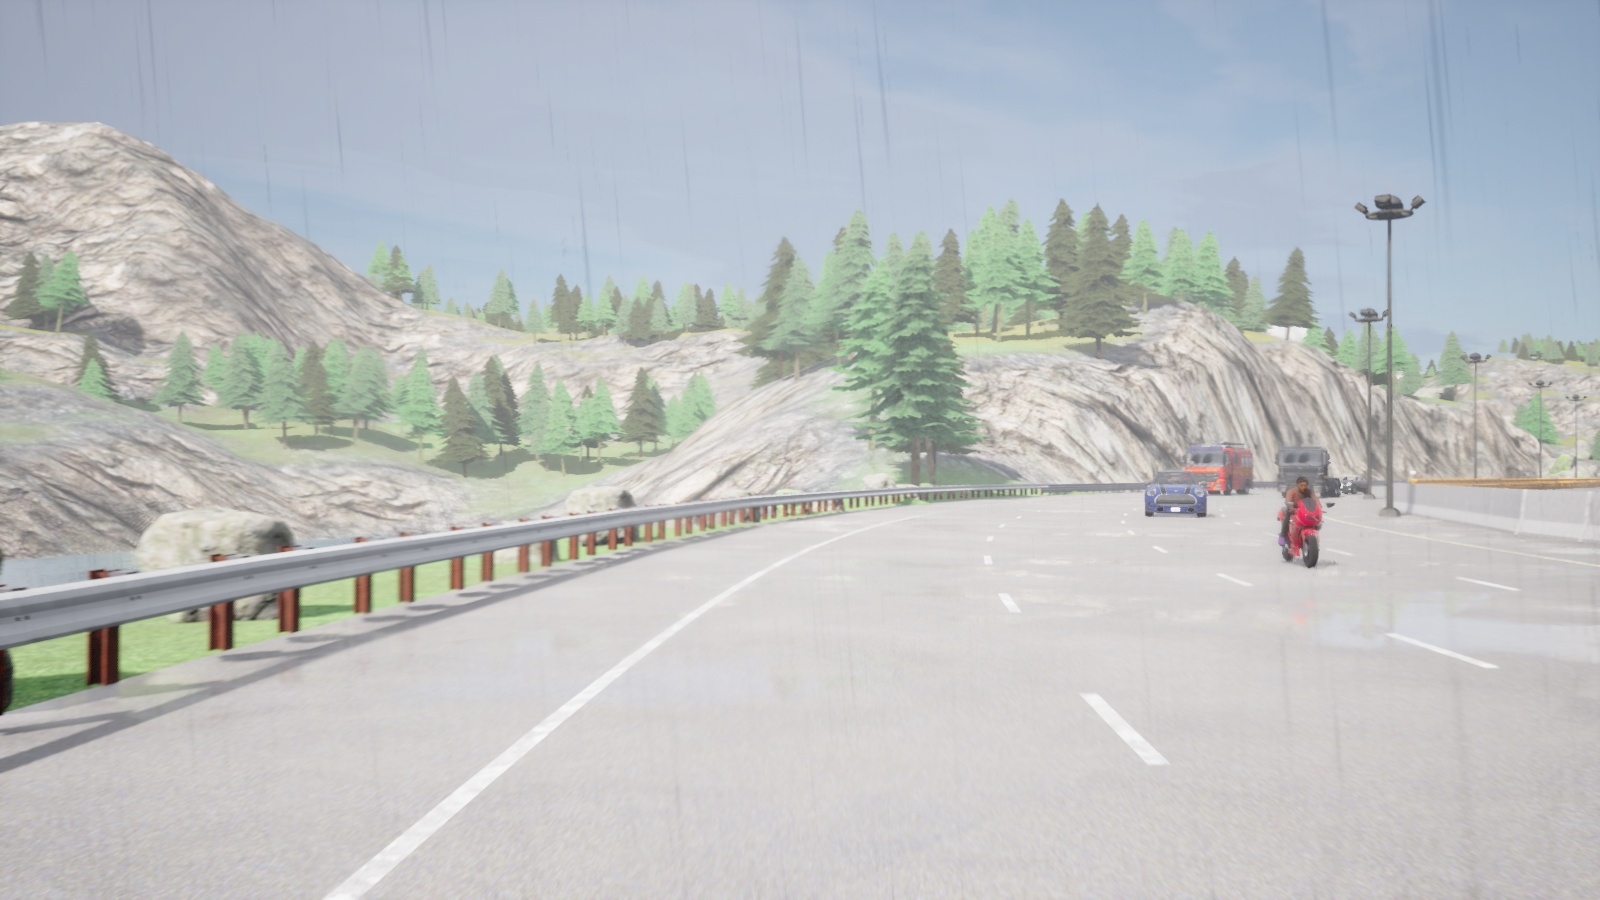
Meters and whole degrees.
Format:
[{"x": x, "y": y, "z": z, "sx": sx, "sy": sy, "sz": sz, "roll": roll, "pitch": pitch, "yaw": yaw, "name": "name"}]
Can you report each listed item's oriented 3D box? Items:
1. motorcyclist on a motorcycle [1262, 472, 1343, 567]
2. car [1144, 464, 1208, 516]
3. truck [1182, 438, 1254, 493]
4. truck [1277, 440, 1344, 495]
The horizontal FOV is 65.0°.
[{"x": 8.483, "y": 1.137, "z": 21.292, "sx": 0.797, "sy": 1.523, "sz": 2.044, "roll": 1, "pitch": -1, "yaw": 8, "name": "motorcyclist on a motorcycle"}, {"x": 13.617, "y": 1.408, "z": 45.526, "sx": 2.097, "sy": 1.767, "sz": 4.553, "roll": 0, "pitch": -1, "yaw": 16, "name": "car"}, {"x": 30.557, "y": 1.121, "z": 91.490, "sx": 2.891, "sy": 3.827, "sz": 8.468, "roll": -1, "pitch": -1, "yaw": 33, "name": "truck"}, {"x": 34.365, "y": 1.179, "z": 84.353, "sx": 2.891, "sy": 3.462, "sz": 7.936, "roll": -1, "pitch": -1, "yaw": 32, "name": "truck"}]
